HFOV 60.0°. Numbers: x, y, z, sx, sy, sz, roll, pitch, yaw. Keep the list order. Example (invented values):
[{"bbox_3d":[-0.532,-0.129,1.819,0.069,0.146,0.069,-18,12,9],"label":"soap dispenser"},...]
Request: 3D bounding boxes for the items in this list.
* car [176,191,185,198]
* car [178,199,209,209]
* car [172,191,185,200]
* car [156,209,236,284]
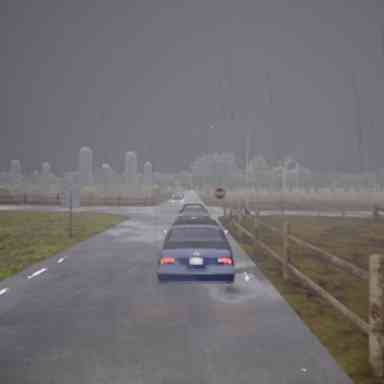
[{"bbox_3d":[-2.738,0.637,79.428,1.882,1.535,5.008,0,1,0],"label":"car"},{"bbox_3d":[0.092,1.369,20.107,1.994,1.385,4.181,0,1,0],"label":"car"},{"bbox_3d":[-2.766,0.686,64.418,2.097,1.767,4.553,0,1,1],"label":"car"},{"bbox_3d":[0.101,1.458,9.407,2.033,1.411,5.357,0,1,0],"label":"car"}]
